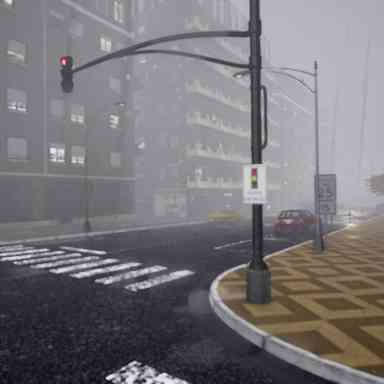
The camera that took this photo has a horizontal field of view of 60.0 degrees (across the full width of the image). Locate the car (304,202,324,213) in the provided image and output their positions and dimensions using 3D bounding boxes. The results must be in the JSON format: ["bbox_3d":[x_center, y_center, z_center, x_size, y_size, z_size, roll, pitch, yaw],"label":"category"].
[{"bbox_3d":[19.430,2.436,52.957,1.967,1.590,4.097,-2,-2,35],"label":"car"}]

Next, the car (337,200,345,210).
[{"bbox_3d":[29.234,2.578,66.784,2.192,1.841,5.009,-2,-2,35],"label":"car"}]

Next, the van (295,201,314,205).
[{"bbox_3d":[16.160,2.249,48.352,1.690,1.788,3.998,-2,-2,35],"label":"van"}]

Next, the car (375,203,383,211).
[{"bbox_3d":[32.753,2.618,57.363,1.947,1.339,4.313,-2,-2,35],"label":"car"}]

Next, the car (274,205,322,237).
[{"bbox_3d":[6.602,1.783,20.505,1.967,1.590,4.097,-2,-2,35],"label":"car"}]

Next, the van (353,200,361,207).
[{"bbox_3d":[42.273,2.960,85.240,1.690,1.788,3.998,-2,-2,35],"label":"van"}]

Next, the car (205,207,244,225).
[{"bbox_3d":[2.990,2.075,29.777,1.752,1.417,4.829,-2,-2,35],"label":"car"}]
